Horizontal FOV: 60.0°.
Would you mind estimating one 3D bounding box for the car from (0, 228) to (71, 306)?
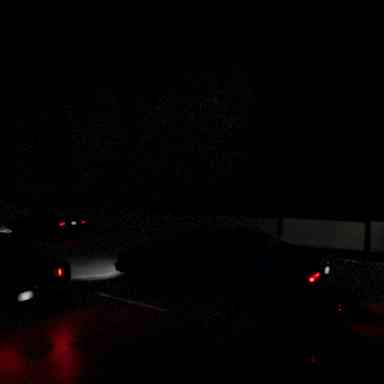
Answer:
[{"bbox_3d":[-4.904,1.657,7.489,4.718,1.301,1.895,0,0,35],"label":"car"}]

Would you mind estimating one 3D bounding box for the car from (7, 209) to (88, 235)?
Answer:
[{"bbox_3d":[-8.035,1.631,18.317,5.357,1.411,2.033,0,0,35],"label":"car"}]

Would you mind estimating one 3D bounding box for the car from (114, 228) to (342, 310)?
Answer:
[{"bbox_3d":[0.561,1.579,7.891,5.357,1.411,2.033,0,0,35],"label":"car"}]
